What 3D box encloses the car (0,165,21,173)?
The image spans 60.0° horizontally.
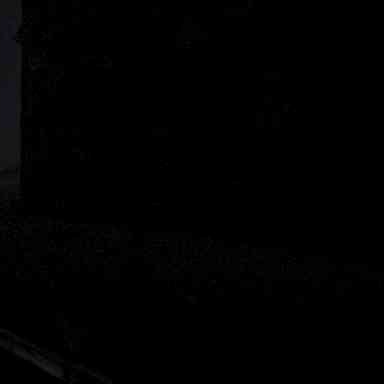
[{"bbox_3d":[-24.814,-3.155,47.950,4.892,1.521,2.231,1,1,27],"label":"car"}]
